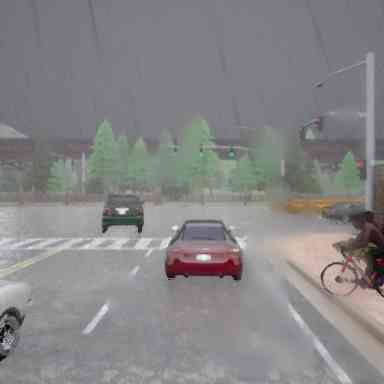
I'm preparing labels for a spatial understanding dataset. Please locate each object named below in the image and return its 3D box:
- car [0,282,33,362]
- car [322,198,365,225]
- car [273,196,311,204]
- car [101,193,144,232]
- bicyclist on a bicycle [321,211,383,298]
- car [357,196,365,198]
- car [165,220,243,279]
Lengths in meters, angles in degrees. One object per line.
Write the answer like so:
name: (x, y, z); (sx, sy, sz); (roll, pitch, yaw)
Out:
car: (-3.363, 1.579, 2.888); (1.895, 1.301, 4.718); (0, 0, 1)
car: (11.179, 1.358, 21.982); (4.902, 1.511, 2.128); (0, 0, -2)
car: (13.038, 1.236, 43.161); (4.892, 1.490, 1.837); (0, 0, -1)
car: (-3.965, 1.094, 19.299); (2.150, 2.045, 5.566); (0, 0, -10)
bicyclist on a bicycle: (3.346, 1.261, 6.364); (1.656, 1.620, 0.582); (0, 0, 20)
car: (22.442, 1.216, 43.250); (5.008, 1.535, 1.882); (0, 0, -1)
car: (0.343, 1.500, 9.838); (1.994, 1.385, 4.181); (0, 0, 2)
